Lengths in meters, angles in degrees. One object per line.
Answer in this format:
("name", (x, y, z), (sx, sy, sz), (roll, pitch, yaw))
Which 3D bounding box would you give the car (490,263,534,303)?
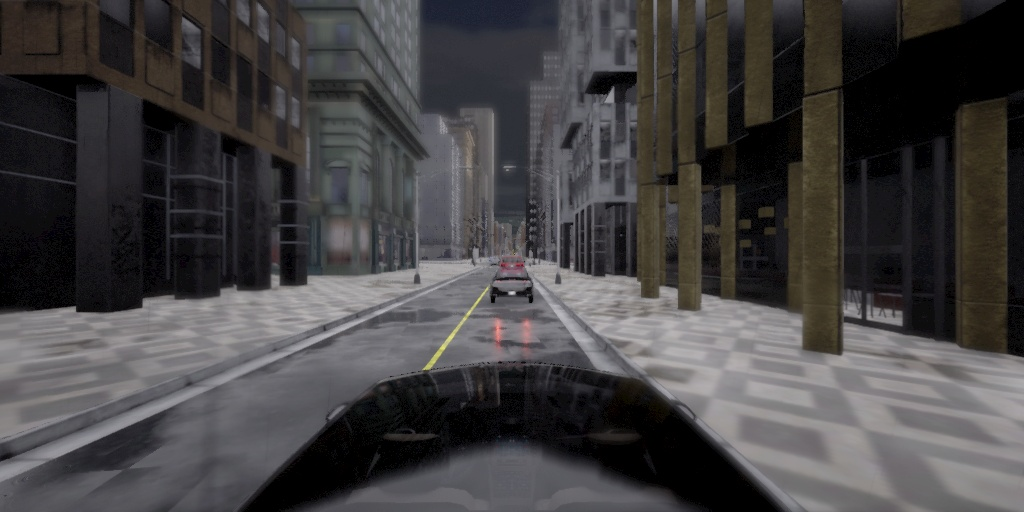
("car", (0.000, 1.241, 16.500), (2.128, 1.511, 4.902), (0, 0, 0))

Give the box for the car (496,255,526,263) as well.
("car", (0.001, 0.989, 31.529), (2.150, 2.045, 5.566), (0, 0, 0))
